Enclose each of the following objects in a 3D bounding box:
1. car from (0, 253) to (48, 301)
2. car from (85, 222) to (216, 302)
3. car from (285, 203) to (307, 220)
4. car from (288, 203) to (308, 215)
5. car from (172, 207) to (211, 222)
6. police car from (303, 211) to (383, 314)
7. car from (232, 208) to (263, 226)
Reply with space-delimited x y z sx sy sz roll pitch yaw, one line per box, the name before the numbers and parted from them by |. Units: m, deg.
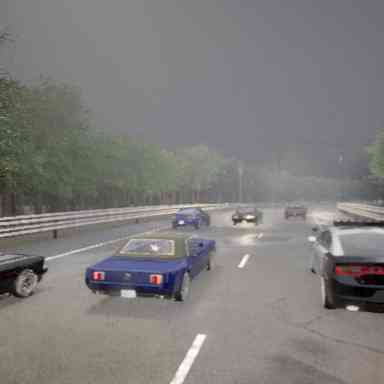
car | -4.920 1.730 6.159 1.895 1.301 4.718 -1 -1 15
car | -0.658 1.702 8.610 1.895 1.301 4.718 -1 -1 15
car | 9.981 1.836 31.992 2.128 1.511 4.902 -1 -1 20
car | 13.463 2.142 42.110 1.994 1.385 4.181 -1 -2 22
car | 0.004 1.809 23.550 1.812 1.442 4.674 -1 -1 17
police car | 3.879 1.460 7.813 1.930 1.638 5.238 -1 -1 15
car | 4.459 1.879 26.108 1.895 1.301 4.718 -1 -1 17
